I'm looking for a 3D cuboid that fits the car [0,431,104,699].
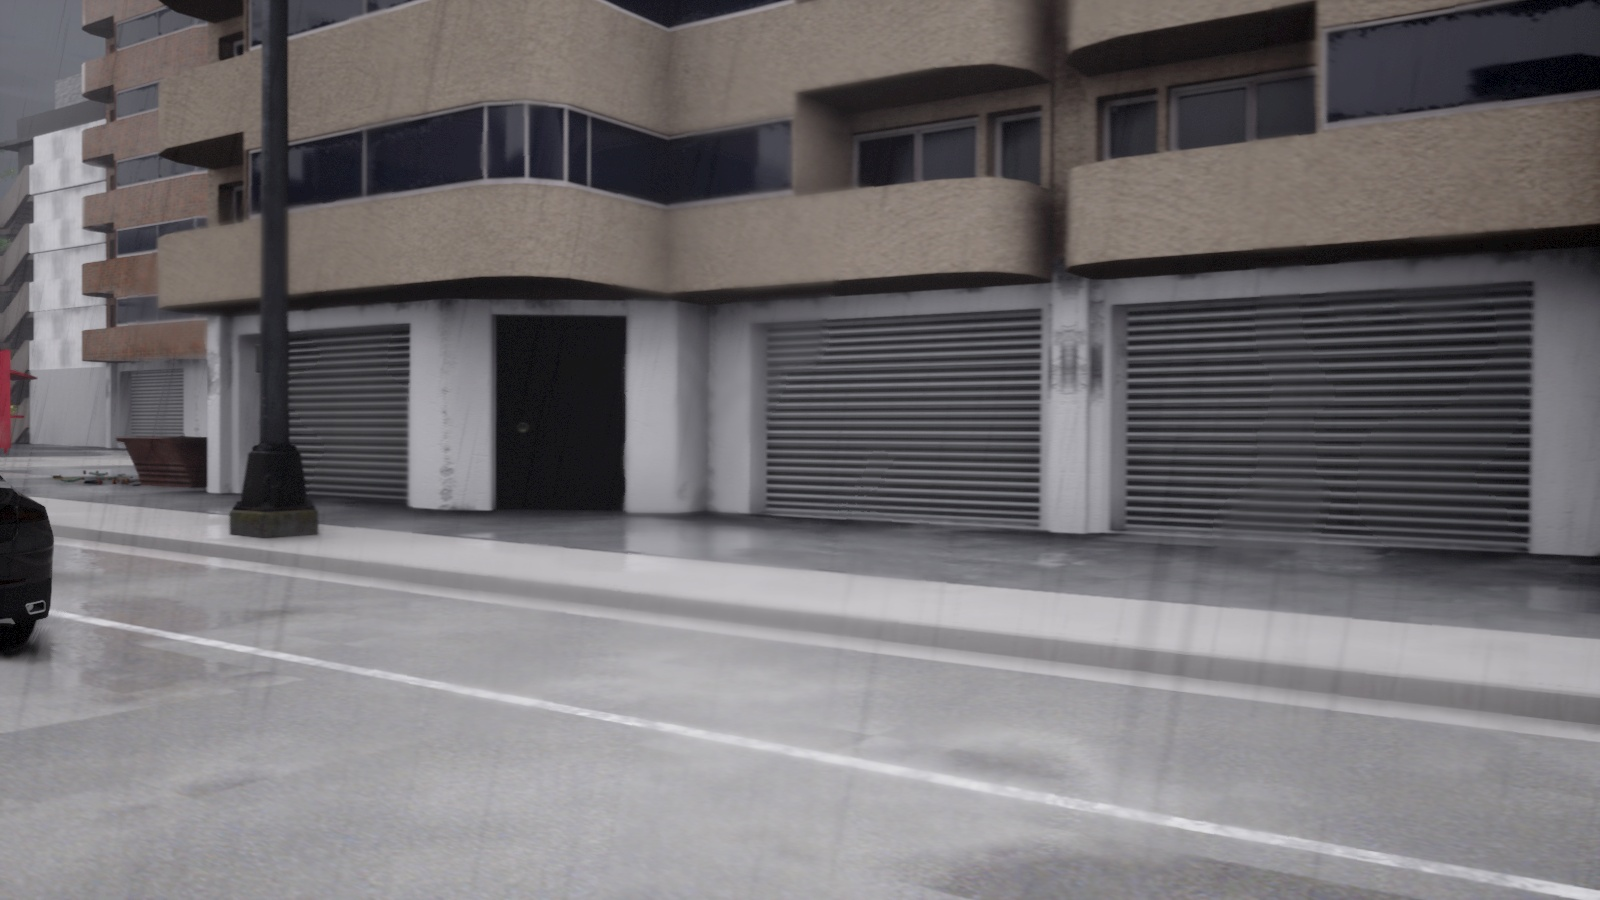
[{"bbox_3d":[-6.705,0.624,8.078,4.892,1.490,1.837,1,1,34],"label":"car"}]
